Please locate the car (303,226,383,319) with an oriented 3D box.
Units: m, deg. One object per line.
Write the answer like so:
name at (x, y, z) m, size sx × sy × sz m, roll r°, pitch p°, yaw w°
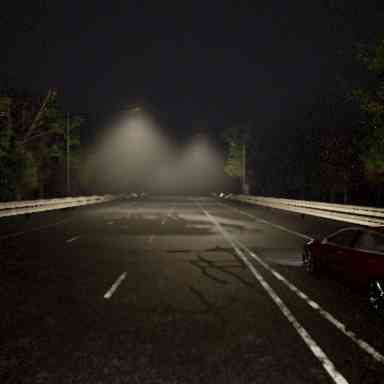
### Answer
car at (4.109, 1.443, 7.226) m, size 2.163 × 1.488 × 4.792 m, roll 0°, pitch 0°, yaw -3°
